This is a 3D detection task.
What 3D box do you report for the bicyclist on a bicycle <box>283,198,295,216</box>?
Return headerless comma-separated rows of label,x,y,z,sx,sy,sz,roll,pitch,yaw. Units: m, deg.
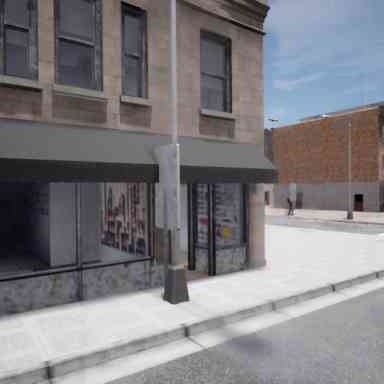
bicyclist on a bicycle,8.946,1.375,30.642,1.656,1.620,0.582,-1,1,-35
